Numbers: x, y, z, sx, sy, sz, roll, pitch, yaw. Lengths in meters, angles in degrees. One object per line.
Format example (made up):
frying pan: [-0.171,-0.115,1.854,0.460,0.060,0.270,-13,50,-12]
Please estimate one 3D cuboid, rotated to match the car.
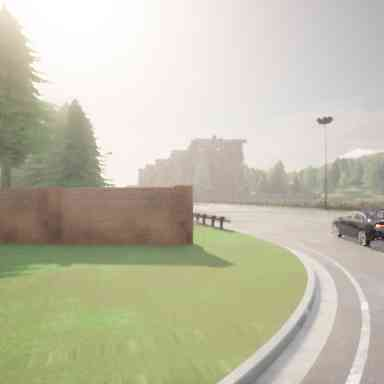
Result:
car: [8.156,1.572,15.444,2.128,1.511,4.902,0,0,2]
